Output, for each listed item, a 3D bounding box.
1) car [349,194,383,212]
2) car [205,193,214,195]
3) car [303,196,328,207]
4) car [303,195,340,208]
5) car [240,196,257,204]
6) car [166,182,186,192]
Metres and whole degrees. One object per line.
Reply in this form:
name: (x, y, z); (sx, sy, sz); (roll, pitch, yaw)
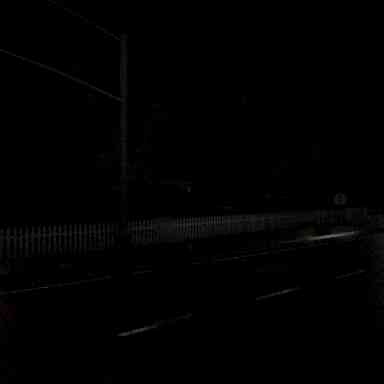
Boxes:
car: (19.673, 1.221, 35.976); (2.150, 2.045, 5.566); (0, 0, -37)
car: (4.368, 0.475, 62.078); (1.994, 1.385, 4.181); (0, 6, -37)
car: (16.475, 1.472, 45.981); (2.128, 1.511, 4.902); (0, 0, -37)
car: (18.900, 1.325, 48.581); (2.097, 1.767, 4.553); (0, 1, -37)
car: (9.579, 1.023, 49.286); (2.150, 2.045, 5.566); (0, 3, -37)
car: (-2.928, -0.730, 66.077); (2.150, 2.045, 5.566); (0, 7, -37)
